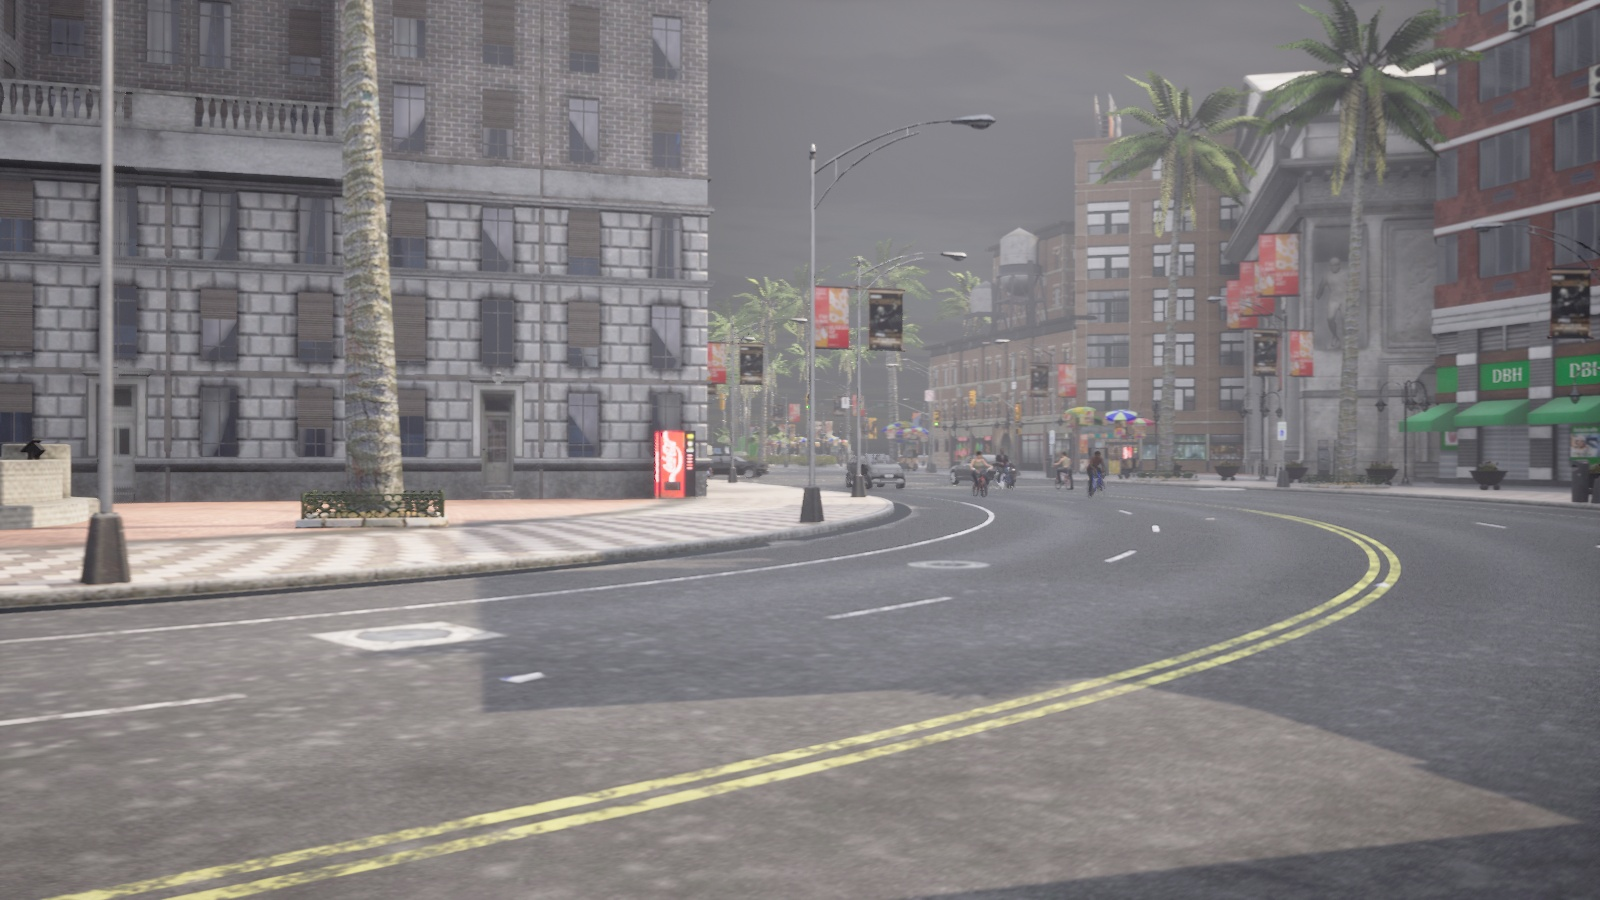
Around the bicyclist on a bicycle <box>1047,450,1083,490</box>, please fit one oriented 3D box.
[{"bbox_3d":[11.071,0.828,52.528,0.866,1.612,1.509,0,0,-15],"label":"bicyclist on a bicycle"}]

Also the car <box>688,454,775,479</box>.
[{"bbox_3d":[-4.208,0.995,77.503,5.008,1.535,1.882,0,0,14],"label":"car"}]

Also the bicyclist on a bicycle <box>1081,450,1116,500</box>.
[{"bbox_3d":[9.899,0.811,41.689,0.582,1.620,1.656,0,0,-8],"label":"bicyclist on a bicycle"}]

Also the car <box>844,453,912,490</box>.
[{"bbox_3d":[3.323,0.897,54.302,1.789,1.549,3.705,0,0,-16],"label":"car"}]

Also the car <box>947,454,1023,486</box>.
[{"bbox_3d":[8.880,0.929,60.691,1.837,1.490,4.892,0,0,-16],"label":"car"}]

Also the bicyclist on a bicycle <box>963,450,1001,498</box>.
[{"bbox_3d":[6.204,0.809,42.875,0.866,1.612,1.509,-1,0,-9],"label":"bicyclist on a bicycle"}]
